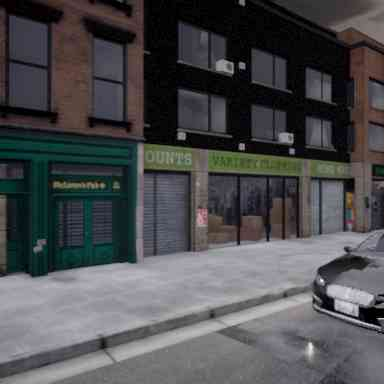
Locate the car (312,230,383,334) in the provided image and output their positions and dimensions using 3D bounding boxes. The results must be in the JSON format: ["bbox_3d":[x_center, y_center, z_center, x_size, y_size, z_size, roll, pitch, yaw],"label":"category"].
[{"bbox_3d":[4.337,1.491,6.469,4.902,1.511,2.128,0,0,-35],"label":"car"}]
